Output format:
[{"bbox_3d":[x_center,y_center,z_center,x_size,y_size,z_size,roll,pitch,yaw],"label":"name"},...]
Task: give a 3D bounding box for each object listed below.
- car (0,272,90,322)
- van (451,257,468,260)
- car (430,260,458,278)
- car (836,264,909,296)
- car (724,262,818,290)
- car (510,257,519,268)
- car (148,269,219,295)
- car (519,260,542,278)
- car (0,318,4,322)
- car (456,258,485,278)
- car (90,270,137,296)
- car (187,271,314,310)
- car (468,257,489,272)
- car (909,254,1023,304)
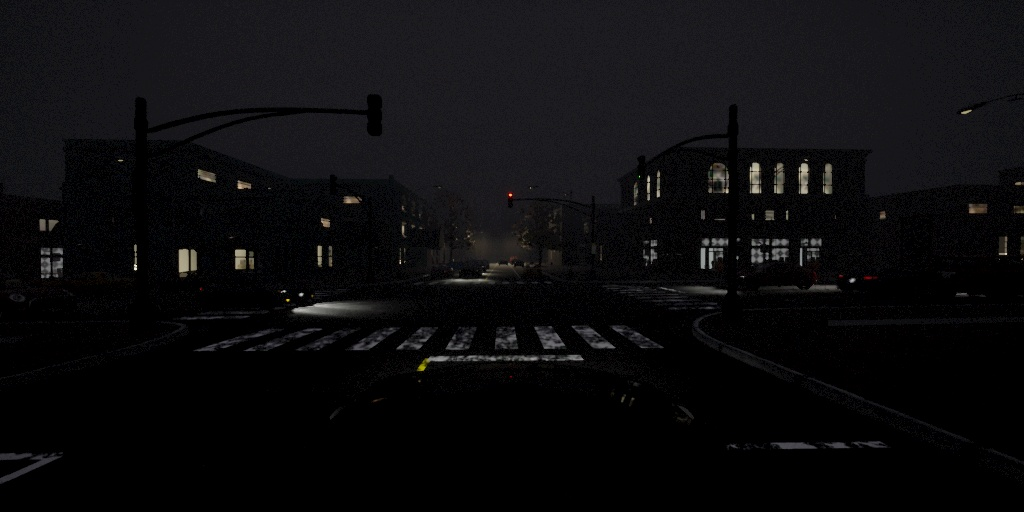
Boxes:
[{"bbox_3d":[-18.344,1.422,12.745,4.097,1.591,1.967,0,0,-2],"label":"car"},{"bbox_3d":[-6.769,1.083,44.674,1.690,1.789,3.998,0,0,-1],"label":"van"},{"bbox_3d":[-6.487,1.326,33.586,1.802,1.307,4.207,0,0,-1],"label":"car"},{"bbox_3d":[17.920,1.088,16.869,4.181,1.385,1.994,-1,1,-2],"label":"car"},{"bbox_3d":[14.309,1.063,19.917,4.674,1.442,1.812,-1,1,-2],"label":"car"},{"bbox_3d":[1.186,1.288,61.521,2.007,1.370,4.403,0,0,-1],"label":"car"},{"bbox_3d":[-18.676,1.474,21.085,4.313,1.339,1.948,0,0,-2],"label":"car"},{"bbox_3d":[1.886,1.270,33.969,1.751,1.417,4.829,0,0,-1],"label":"car"},{"bbox_3d":[-5.661,1.295,1.077,1.888,1.381,4.507,0,0,-1],"label":"car"},{"bbox_3d":[-3.916,1.222,34.412,1.882,1.535,5.008,0,0,-2],"label":"car"},{"bbox_3d":[-24.494,1.501,20.833,4.829,1.417,1.751,0,0,-2],"label":"car"},{"bbox_3d":[-10.684,1.437,15.049,4.181,1.385,1.994,-1,0,7],"label":"car"},{"bbox_3d":[-4.174,1.220,44.451,1.882,1.535,5.008,0,0,-1],"label":"car"},{"bbox_3d":[19.644,0.843,14.358,5.009,1.841,2.192,0,0,-2],"label":"car"}]
